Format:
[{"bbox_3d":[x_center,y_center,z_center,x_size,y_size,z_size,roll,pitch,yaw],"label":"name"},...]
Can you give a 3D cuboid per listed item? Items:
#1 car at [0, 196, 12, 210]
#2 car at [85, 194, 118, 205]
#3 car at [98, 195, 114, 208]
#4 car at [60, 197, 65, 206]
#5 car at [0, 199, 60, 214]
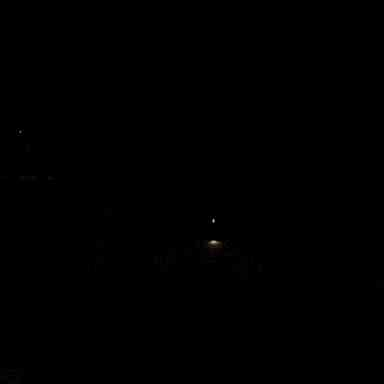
[{"bbox_3d":[-22.385,1.231,35.954,1.752,1.417,4.829,2,2,35],"label":"car"},{"bbox_3d":[-13.235,1.081,48.807,1.947,1.339,4.313,2,2,35],"label":"car"},{"bbox_3d":[-9.002,1.243,40.054,1.802,1.307,4.206,2,2,35],"label":"car"},{"bbox_3d":[-16.251,1.130,44.569,2.008,1.369,4.403,2,2,35],"label":"car"},{"bbox_3d":[-15.240,1.340,31.292,2.008,1.369,4.403,2,2,35],"label":"car"}]
